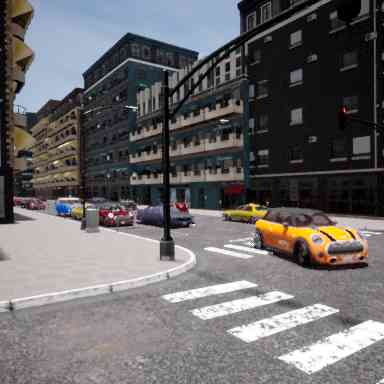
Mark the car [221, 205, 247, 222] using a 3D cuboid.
[{"bbox_3d":[4.152,1.496,24.454,1.752,1.417,4.829,-1,1,-35],"label":"car"}]

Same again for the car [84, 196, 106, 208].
[{"bbox_3d":[-15.020,1.499,51.358,1.967,1.590,4.097,-1,1,-35],"label":"car"}]

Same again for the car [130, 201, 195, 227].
[{"bbox_3d":[-1.992,1.612,23.099,2.033,1.411,5.357,-1,1,-35],"label":"car"}]

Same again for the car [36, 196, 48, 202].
[{"bbox_3d":[-37.499,1.725,82.909,1.887,1.381,4.507,-1,1,-35],"label":"car"}]

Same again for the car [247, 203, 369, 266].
[{"bbox_3d":[4.043,1.408,12.030,2.097,1.767,4.553,-1,0,-15],"label":"car"}]

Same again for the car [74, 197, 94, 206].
[{"bbox_3d":[-18.230,1.641,55.866,1.947,1.339,4.313,-1,1,-35],"label":"car"}]

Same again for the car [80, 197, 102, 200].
[{"bbox_3d":[-9.225,1.448,33.254,2.097,1.767,4.553,-1,1,-35],"label":"car"}]

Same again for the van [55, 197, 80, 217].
[{"bbox_3d":[-12.211,1.481,32.973,1.690,1.788,3.998,-1,1,-35],"label":"van"}]

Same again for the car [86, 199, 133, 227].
[{"bbox_3d":[-5.787,1.551,23.961,1.967,1.590,4.097,-1,1,-35],"label":"car"}]

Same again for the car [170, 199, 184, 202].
[{"bbox_3d":[-2.174,1.439,33.329,1.967,1.590,4.097,-1,1,-35],"label":"car"}]

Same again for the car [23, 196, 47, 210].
[{"bbox_3d":[-21.844,1.626,46.496,1.967,1.590,4.097,-1,1,-35],"label":"car"}]

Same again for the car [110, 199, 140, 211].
[{"bbox_3d":[-8.595,1.579,42.344,2.008,1.369,4.403,-1,1,-35],"label":"car"}]

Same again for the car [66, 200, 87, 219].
[{"bbox_3d":[-8.898,1.651,28.330,1.752,1.417,4.829,-1,1,-35],"label":"car"}]

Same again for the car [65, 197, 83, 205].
[{"bbox_3d":[-21.441,1.642,60.373,2.008,1.369,4.403,-1,1,-35],"label":"car"}]

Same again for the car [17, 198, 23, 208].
[{"bbox_3d":[-25.054,1.768,51.004,1.947,1.339,4.313,-1,1,-35],"label":"car"}]

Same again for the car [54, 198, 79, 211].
[{"bbox_3d":[-16.408,1.608,43.404,1.882,1.535,5.008,-1,1,-35],"label":"car"}]

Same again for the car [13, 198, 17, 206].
[{"bbox_3d":[-31.477,1.780,60.018,1.887,1.381,4.507,-1,1,-35],"label":"car"}]
